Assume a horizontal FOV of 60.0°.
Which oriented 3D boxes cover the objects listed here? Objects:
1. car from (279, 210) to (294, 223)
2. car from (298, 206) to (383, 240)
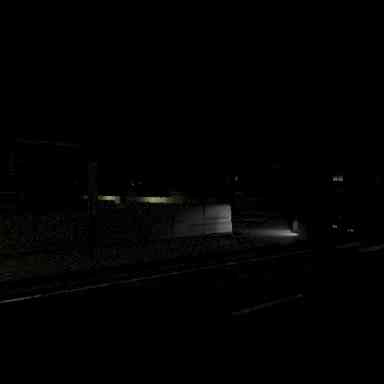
[{"bbox_3d":[8.633,1.623,23.819,1.895,1.301,4.718,0,0,-40],"label":"car"},{"bbox_3d":[8.055,1.552,15.858,5.357,1.411,2.033,0,0,22],"label":"car"}]
